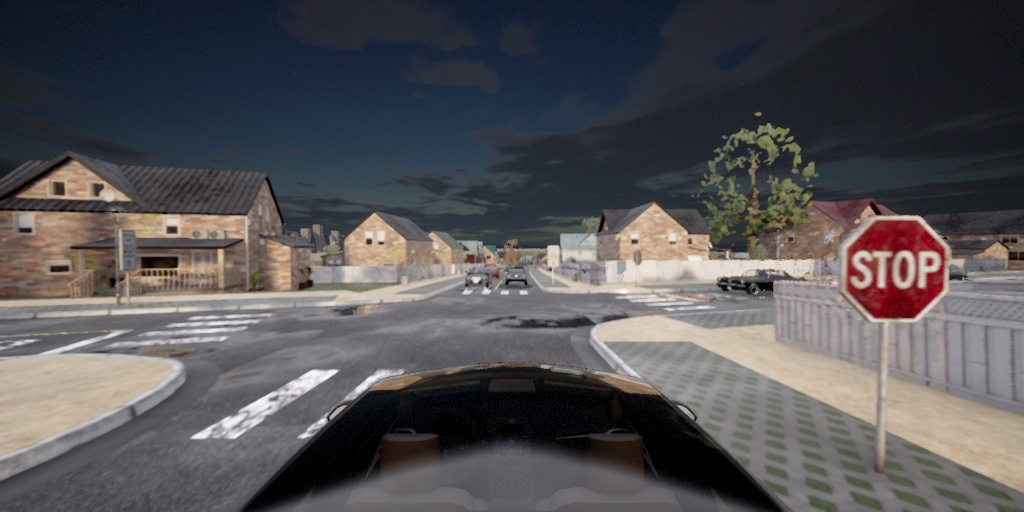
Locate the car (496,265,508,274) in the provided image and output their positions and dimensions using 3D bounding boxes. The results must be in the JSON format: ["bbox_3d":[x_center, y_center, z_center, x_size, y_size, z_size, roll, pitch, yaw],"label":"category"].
[{"bbox_3d":[-1.653,2.239,60.436,1.812,1.442,4.674,0,-1,3],"label":"car"}]

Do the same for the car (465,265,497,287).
[{"bbox_3d":[-2.594,1.627,28.654,2.128,1.511,4.902,0,-1,1],"label":"car"}]

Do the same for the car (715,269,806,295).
[{"bbox_3d":[13.884,1.413,20.077,4.718,1.301,1.895,0,1,-17],"label":"car"}]

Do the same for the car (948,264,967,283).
[{"bbox_3d":[29.007,1.261,24.755,4.892,1.490,1.837,0,2,-17],"label":"car"}]

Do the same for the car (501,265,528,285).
[{"bbox_3d":[0.402,1.733,31.620,2.033,1.411,5.357,0,-1,1],"label":"car"}]

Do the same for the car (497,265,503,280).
[{"bbox_3d":[-2.340,1.811,40.462,1.882,1.535,5.008,0,-1,2],"label":"car"}]
